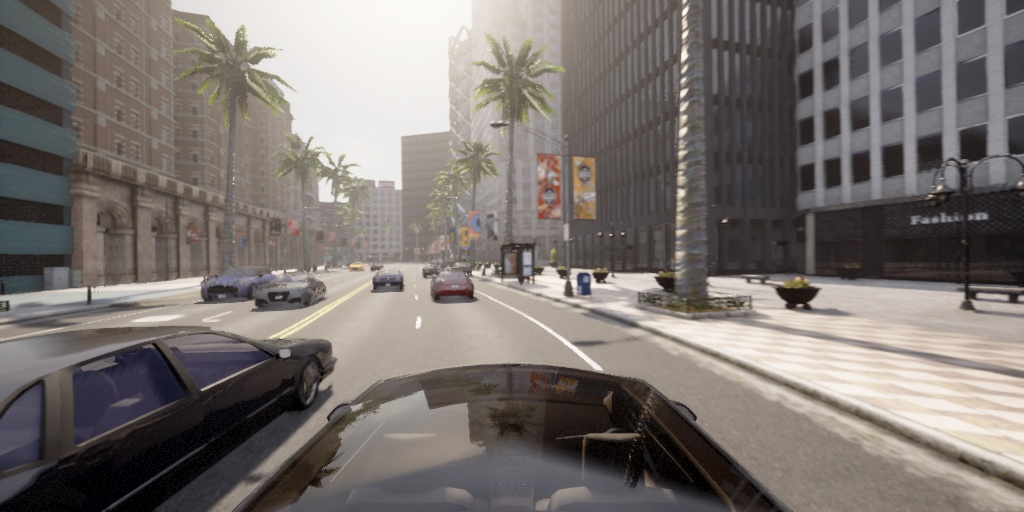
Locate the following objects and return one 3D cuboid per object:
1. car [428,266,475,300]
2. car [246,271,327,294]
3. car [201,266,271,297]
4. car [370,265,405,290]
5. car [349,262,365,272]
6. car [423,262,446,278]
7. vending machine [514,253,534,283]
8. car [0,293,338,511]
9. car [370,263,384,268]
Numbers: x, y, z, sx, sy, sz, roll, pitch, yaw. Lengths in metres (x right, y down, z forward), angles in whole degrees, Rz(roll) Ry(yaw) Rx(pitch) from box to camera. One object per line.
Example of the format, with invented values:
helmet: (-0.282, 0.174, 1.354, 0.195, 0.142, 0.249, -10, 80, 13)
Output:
car: (-3.169, 1.406, 18.722, 1.994, 1.385, 4.181, -1, 0, -15)
car: (-9.867, 1.484, 16.283, 1.994, 1.385, 4.181, -1, 0, -15)
car: (-14.276, 1.336, 19.075, 2.097, 1.767, 4.553, -1, 0, -16)
car: (-8.363, 1.527, 24.634, 1.895, 1.301, 4.718, -1, 0, -16)
car: (-25.256, 1.722, 58.538, 1.882, 1.535, 5.008, -1, 0, -15)
car: (-8.454, 1.570, 37.959, 1.895, 1.301, 4.718, -1, 0, -16)
vending machine: (1.062, 1.022, 31.025, 1.100, 2.100, 0.880, 0, 0, -16)
car: (-3.495, 1.346, 3.077, 2.033, 1.411, 5.357, -1, 0, -3)
car: (-20.804, 1.780, 55.548, 1.895, 1.301, 4.718, -1, 0, -15)
